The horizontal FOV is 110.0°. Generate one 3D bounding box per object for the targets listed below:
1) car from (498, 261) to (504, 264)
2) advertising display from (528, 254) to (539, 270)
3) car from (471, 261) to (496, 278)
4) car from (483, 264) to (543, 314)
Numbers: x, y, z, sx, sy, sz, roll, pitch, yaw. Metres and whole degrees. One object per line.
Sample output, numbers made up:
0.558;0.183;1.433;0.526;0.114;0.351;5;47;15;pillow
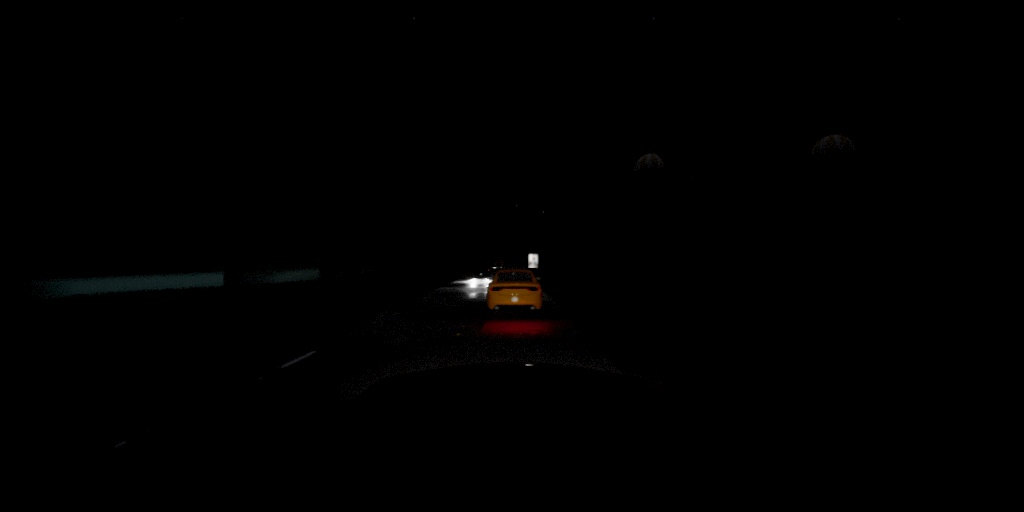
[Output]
0.105;1.326;29.754;1.994;1.385;4.181;0;0;0;car
3.145;0.879;53.232;1.540;2.440;0.280;0;0;0;advertising display
-2.835;1.376;34.930;1.895;1.301;4.718;0;0;0;car
0.098;1.227;13.852;1.882;1.535;5.008;0;0;0;car
